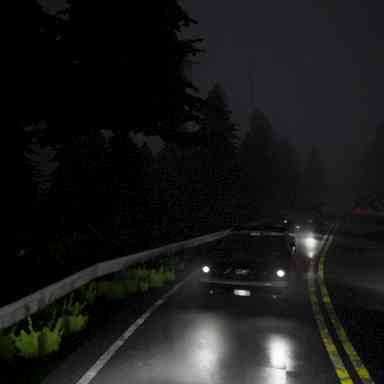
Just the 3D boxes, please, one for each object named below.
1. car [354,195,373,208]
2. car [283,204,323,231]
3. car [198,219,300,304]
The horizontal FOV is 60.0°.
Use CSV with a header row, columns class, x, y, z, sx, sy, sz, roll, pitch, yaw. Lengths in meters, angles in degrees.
class,x,y,z,sx,sy,sz,roll,pitch,yaw
car,20.794,1.062,40.182,2.128,1.511,4.902,-2,0,28
car,6.804,1.462,20.144,2.033,1.411,5.357,-2,0,26
car,1.636,1.600,8.437,1.895,1.301,4.718,-1,0,18
